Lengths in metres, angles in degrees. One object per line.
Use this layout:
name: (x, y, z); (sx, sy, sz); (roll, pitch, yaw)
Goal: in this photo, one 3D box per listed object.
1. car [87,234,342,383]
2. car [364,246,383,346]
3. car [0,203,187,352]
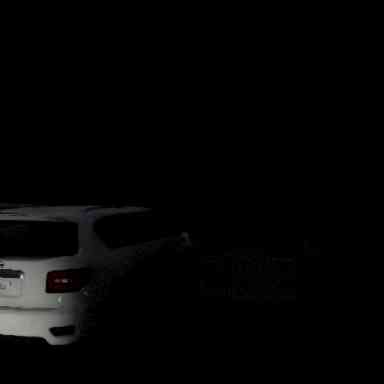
car: (0.855, 1.496, 4.809); (2.097, 1.535, 5.008); (0, -1, 16)
car: (3.299, 1.226, 3.091); (2.435, 2.045, 5.566); (0, -1, 16)
car: (-1.588, 1.265, 6.586); (2.435, 2.045, 5.566); (0, -1, 16)
